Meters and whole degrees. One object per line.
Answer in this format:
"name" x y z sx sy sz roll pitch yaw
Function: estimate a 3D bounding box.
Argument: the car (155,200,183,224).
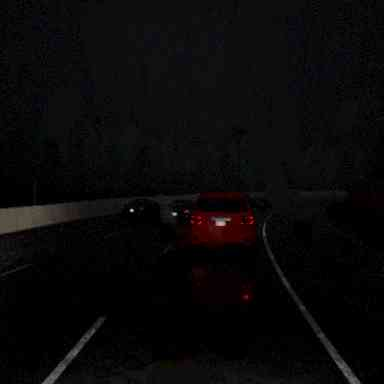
"car" -0.518 1.210 20.955 1.994 1.385 4.181 0 1 14

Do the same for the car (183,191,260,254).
"car" 1.289 1.008 12.728 2.150 2.045 5.566 0 1 9

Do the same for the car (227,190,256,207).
"car" 5.854 0.713 38.557 2.097 1.767 4.553 1 1 25

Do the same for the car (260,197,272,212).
"car" 6.202 1.092 30.775 1.895 1.301 4.718 0 1 21

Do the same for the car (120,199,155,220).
"car" -3.429 1.159 23.713 1.994 1.385 4.181 0 1 15
